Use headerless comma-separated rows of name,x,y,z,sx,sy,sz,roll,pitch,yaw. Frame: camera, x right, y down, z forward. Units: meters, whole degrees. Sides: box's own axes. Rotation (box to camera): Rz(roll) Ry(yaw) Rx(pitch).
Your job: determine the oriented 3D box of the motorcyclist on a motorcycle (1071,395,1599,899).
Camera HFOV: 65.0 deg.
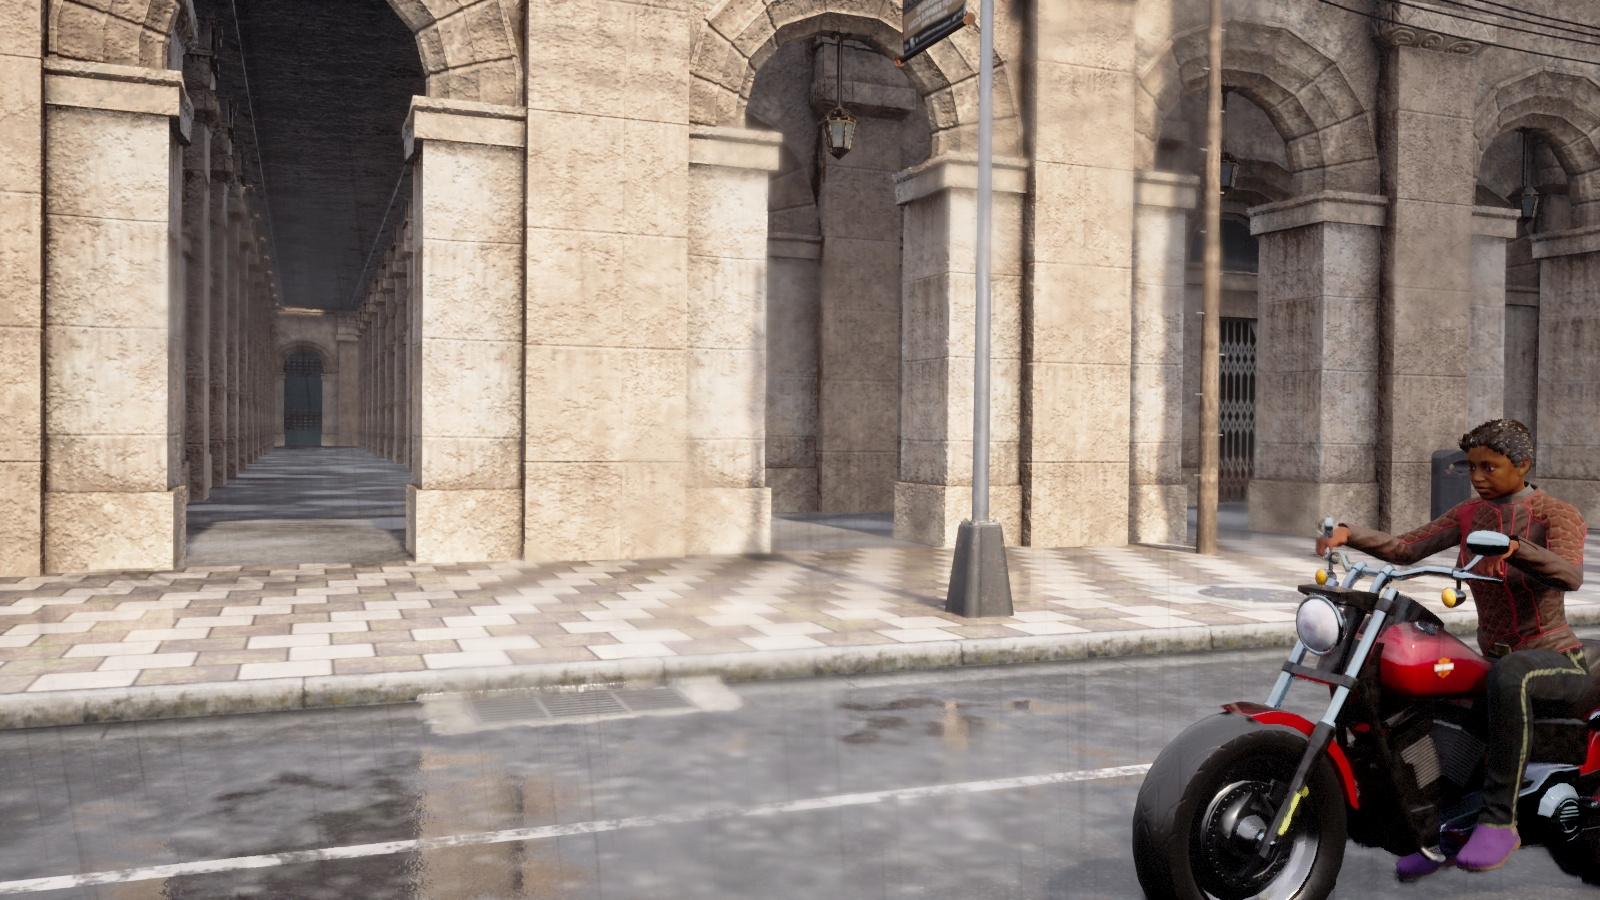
motorcyclist on a motorcycle,2.107,0.660,4.062,2.350,1.649,0.766,-1,1,-21
